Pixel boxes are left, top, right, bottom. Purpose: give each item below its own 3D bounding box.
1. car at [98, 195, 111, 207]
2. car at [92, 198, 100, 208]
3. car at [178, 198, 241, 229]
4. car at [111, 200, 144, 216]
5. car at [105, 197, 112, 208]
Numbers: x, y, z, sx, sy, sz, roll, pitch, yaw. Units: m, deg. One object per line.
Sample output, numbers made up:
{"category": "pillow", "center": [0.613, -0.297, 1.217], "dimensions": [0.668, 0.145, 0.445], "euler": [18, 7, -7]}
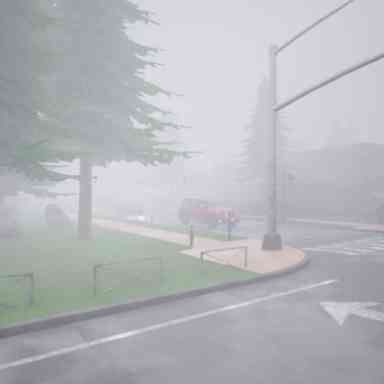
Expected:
{"category": "car", "center": [-15.785, 1.542, 60.265], "dimensions": [2.150, 2.045, 5.566], "euler": [0, 0, -21]}
{"category": "car", "center": [-16.373, 1.907, 52.677], "dimensions": [1.895, 1.301, 4.718], "euler": [0, 0, -25]}
{"category": "car", "center": [1.120, 1.491, 24.487], "dimensions": [2.150, 2.045, 5.566], "euler": [0, 0, -35]}
{"category": "car", "center": [-6.799, 1.833, 35.867], "dimensions": [1.994, 1.385, 4.181], "euler": [0, 0, -34]}
{"category": "car", "center": [-11.584, 1.871, 51.184], "dimensions": [1.994, 1.385, 4.181], "euler": [0, 0, -26]}
